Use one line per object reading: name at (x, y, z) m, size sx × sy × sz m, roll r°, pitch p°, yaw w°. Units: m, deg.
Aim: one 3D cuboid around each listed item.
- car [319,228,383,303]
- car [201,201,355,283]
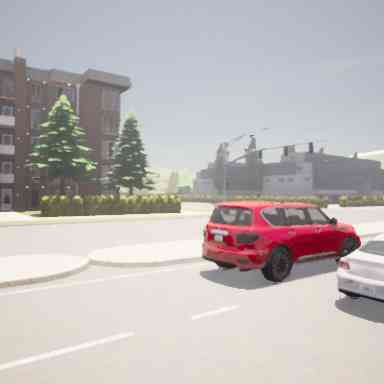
car at (5.064, 1.607, 7.420) m, size 4.674 × 1.442 × 1.812 m, roll 0°, pitch 0°, yaw -36°
car at (2.858, 1.302, 10.143) m, size 5.566 × 2.045 × 2.150 m, roll 1°, pitch 0°, yaw -36°
